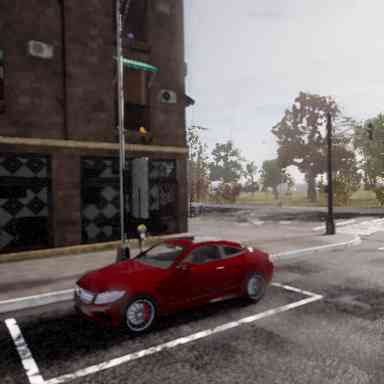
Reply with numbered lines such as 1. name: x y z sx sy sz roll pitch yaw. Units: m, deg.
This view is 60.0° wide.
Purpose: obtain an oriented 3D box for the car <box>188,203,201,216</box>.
1. car: -1.171 1.601 32.486 1.812 1.442 4.674 -2 1 -42

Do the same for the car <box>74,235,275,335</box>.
1. car: -0.129 1.562 6.602 4.206 1.307 1.802 0 -1 -35
